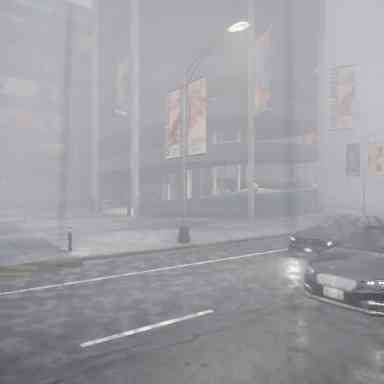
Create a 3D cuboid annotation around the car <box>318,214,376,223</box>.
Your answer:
[{"bbox_3d":[5.997,1.547,12.699,5.357,1.411,2.033,0,0,-37],"label":"car"}]

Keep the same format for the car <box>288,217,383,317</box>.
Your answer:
[{"bbox_3d":[4.426,1.492,7.236,4.902,1.511,2.128,0,0,-36],"label":"car"}]

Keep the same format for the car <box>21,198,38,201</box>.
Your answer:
[{"bbox_3d":[-25.528,1.463,52.433,1.895,1.301,4.718,0,0,-36],"label":"car"}]

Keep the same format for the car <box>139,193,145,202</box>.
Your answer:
[{"bbox_3d":[-11.022,1.029,63.943,2.435,2.045,5.566,0,0,-36],"label":"car"}]
